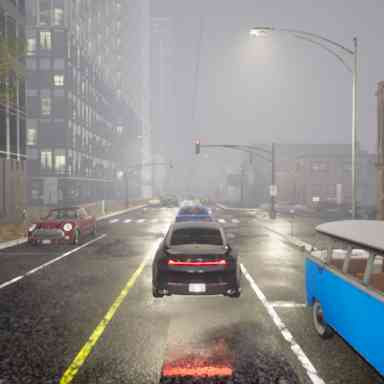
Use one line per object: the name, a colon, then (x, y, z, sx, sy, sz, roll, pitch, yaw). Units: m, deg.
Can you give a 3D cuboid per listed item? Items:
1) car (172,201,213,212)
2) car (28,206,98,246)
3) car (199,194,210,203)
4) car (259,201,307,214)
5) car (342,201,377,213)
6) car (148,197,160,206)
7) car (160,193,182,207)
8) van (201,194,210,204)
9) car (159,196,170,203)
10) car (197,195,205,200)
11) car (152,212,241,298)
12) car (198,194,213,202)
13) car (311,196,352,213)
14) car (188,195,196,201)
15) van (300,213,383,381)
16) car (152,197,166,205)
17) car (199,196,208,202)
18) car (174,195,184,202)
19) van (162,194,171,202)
car: (0.068, 1.469, 17.983, 1.882, 1.535, 5.008, 0, 0, 0)
car: (-5.723, 1.433, 15.086, 1.967, 1.590, 4.097, -1, 0, 0)
car: (2.586, 1.284, 69.922, 2.192, 1.841, 5.009, -1, 0, 0)
car: (9.678, 1.665, 35.738, 4.718, 1.301, 1.895, 1, 1, -1)
car: (16.379, 1.787, 29.986, 4.313, 1.339, 1.947, 1, 0, 1)
car: (-5.907, 1.501, 52.864, 1.752, 1.417, 4.829, -1, 0, 0)
car: (-3.164, 1.198, 51.213, 2.150, 2.045, 5.566, 0, 0, 1)
van: (2.594, 1.312, 64.278, 1.690, 1.788, 3.998, -1, 0, 0)
car: (-5.757, 1.535, 69.967, 1.947, 1.339, 4.313, -1, 0, 0)
car: (2.562, 1.512, 92.498, 2.008, 1.369, 4.403, -1, 0, 0)
car: (0.087, 1.500, 8.495, 1.837, 1.490, 4.892, 0, 0, 0)
car: (2.602, 1.414, 58.634, 1.967, 1.590, 4.097, -1, 0, 0)
car: (16.477, 1.403, 38.362, 5.009, 1.841, 2.192, 1, 0, 1)
car: (-0.101, 1.465, 79.560, 1.837, 1.490, 4.892, 0, 0, 0)
van: (2.669, 1.339, 4.013, 1.690, 1.788, 3.998, -1, 0, 0)
car: (-5.743, 1.539, 58.677, 1.947, 1.339, 4.313, -1, 0, 0)
car: (2.583, 1.549, 75.566, 1.802, 1.307, 4.206, -1, 0, 0)
car: (-3.098, 1.491, 77.576, 2.128, 1.511, 4.902, 0, 0, 0)
van: (-5.768, 1.308, 75.610, 1.690, 1.788, 3.998, -1, 0, 0)
